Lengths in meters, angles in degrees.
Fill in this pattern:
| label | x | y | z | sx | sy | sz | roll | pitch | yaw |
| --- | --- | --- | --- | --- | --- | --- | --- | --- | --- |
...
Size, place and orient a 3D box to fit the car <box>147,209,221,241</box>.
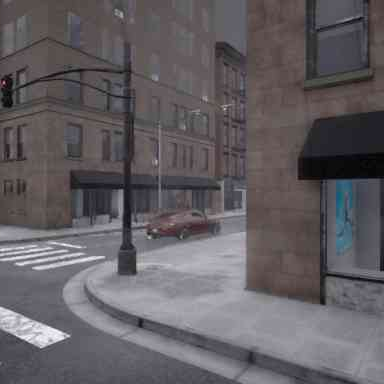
| label | x | y | z | sx | sy | sz | roll | pitch | yaw |
| --- | --- | --- | --- | --- | --- | --- | --- | --- | --- |
| car | -0.322 | 1.621 | 17.209 | 1.812 | 1.442 | 4.674 | 0 | 0 | 37 |
